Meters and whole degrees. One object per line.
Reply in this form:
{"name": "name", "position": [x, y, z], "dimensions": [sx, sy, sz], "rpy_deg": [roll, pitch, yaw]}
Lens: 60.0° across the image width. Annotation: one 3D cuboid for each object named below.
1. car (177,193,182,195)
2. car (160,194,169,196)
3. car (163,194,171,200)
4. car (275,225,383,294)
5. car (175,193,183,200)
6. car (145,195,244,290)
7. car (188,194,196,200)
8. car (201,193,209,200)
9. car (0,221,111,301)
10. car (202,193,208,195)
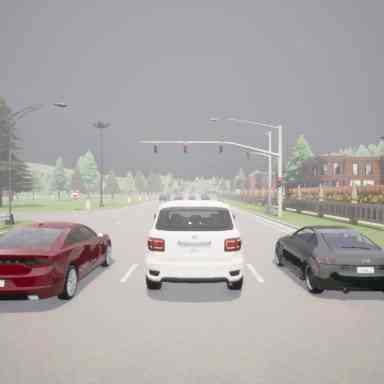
{"name": "car", "position": [-3.484, 1.516, 82.092], "dimensions": [1.812, 1.442, 4.674], "rpy_deg": [0, 0, 0]}
{"name": "car", "position": [-6.984, 1.347, 82.063], "dimensions": [2.097, 1.767, 4.553], "rpy_deg": [0, 0, 0]}
{"name": "car", "position": [-6.982, 1.332, 92.096], "dimensions": [1.837, 1.490, 4.892], "rpy_deg": [0, 0, 0]}
{"name": "car", "position": [3.566, 1.564, 8.806], "dimensions": [1.994, 1.385, 4.181], "rpy_deg": [0, 0, 0]}
{"name": "car", "position": [-3.482, 1.187, 92.065], "dimensions": [2.097, 1.767, 4.553], "rpy_deg": [0, 0, 0]}
{"name": "car", "position": [0.068, 1.221, 9.219], "dimensions": [2.150, 2.045, 5.566], "rpy_deg": [0, 0, 0]}
{"name": "car", "position": [0.018, 1.372, 92.095], "dimensions": [2.033, 1.411, 5.357], "rpy_deg": [0, 0, 0]}
{"name": "car", "position": [3.518, 1.187, 92.064], "dimensions": [2.097, 1.767, 4.553], "rpy_deg": [0, 0, 0]}
{"name": "car", "position": [-3.438, 1.478, 8.411], "dimensions": [1.882, 1.535, 5.008], "rpy_deg": [0, 0, 0]}
{"name": "car", "position": [3.516, 1.587, 82.121], "dimensions": [1.895, 1.301, 4.718], "rpy_deg": [0, 0, 0]}
